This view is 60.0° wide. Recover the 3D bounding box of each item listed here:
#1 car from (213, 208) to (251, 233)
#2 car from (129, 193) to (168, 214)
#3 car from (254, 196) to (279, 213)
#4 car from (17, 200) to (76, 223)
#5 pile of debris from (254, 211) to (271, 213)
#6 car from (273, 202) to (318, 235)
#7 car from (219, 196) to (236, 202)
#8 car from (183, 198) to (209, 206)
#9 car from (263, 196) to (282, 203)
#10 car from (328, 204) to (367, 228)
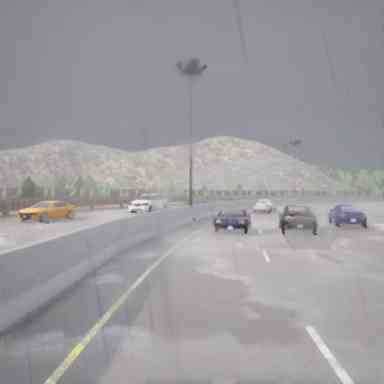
[{"bbox_3d":[2.502,1.594,19.766,1.895,1.301,4.718,0,0,12],"label":"car"},{"bbox_3d":[-4.359,1.169,34.251,2.150,2.045,5.566,0,0,20],"label":"car"},{"bbox_3d":[8.077,1.528,36.615,1.812,1.442,4.674,0,0,23],"label":"car"},{"bbox_3d":[-10.775,1.404,25.005,1.882,1.535,5.008,0,0,14],"label":"car"},{"bbox_3d":[7.706,2.176,36.375,1.500,0.140,1.860,0,0,23],"label":"pile of debris"},{"bbox_3d":[5.962,1.501,19.115,2.128,1.511,4.902,0,0,12],"label":"car"},{"bbox_3d":[6.723,1.534,62.558,1.994,1.385,4.181,0,0,36],"label":"car"},{"bbox_3d":[0.550,1.472,37.217,1.837,1.490,4.892,0,0,22],"label":"car"},{"bbox_3d":[16.987,1.501,69.634,1.895,1.301,4.718,0,0,41],"label":"car"},{"bbox_3d":[10.383,1.552,22.368,1.812,1.442,4.674,0,0,15],"label":"car"}]
